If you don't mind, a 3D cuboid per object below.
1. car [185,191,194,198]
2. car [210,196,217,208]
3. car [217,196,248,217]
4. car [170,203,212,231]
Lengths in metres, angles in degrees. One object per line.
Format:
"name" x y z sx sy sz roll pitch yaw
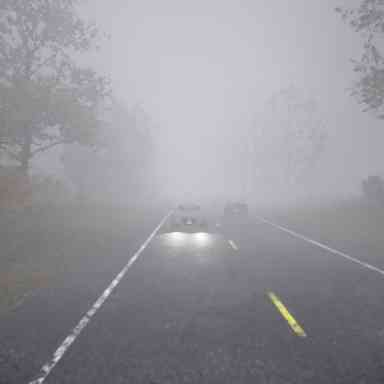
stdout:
"car" -0.569 0.530 75.753 1.882 1.535 5.008 0 1 0
"car" 3.231 1.103 39.914 1.994 1.385 4.181 0 1 0
"car" 3.356 1.176 27.159 1.882 1.535 5.008 0 0 0
"car" -0.153 1.345 18.840 1.994 1.385 4.181 0 1 0
